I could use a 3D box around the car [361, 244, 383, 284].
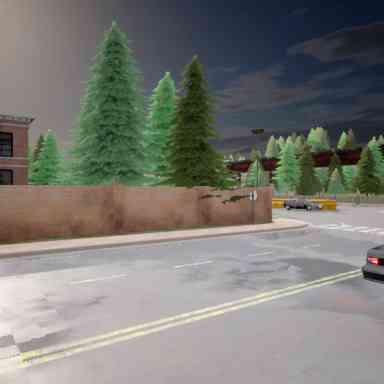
[{"bbox_3d":[6.347,1.547,8.253,5.357,1.411,2.033,0,0,-35],"label":"car"}]

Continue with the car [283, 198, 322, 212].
[{"bbox_3d":[13.198,1.492,39.832,2.128,1.511,4.902,0,0,-35],"label":"car"}]
